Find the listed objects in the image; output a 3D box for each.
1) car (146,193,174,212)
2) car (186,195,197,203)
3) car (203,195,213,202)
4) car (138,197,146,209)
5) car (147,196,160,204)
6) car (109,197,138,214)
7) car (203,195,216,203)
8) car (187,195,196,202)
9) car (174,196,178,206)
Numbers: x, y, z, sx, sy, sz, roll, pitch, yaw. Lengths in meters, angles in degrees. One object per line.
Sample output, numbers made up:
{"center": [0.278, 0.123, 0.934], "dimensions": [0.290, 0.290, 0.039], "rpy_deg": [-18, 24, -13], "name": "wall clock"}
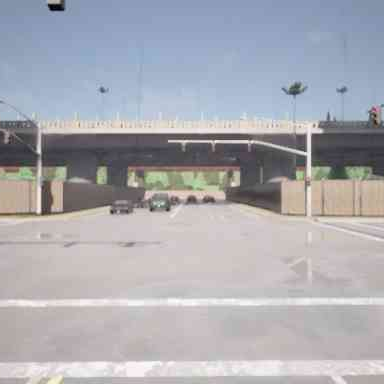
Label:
{"center": [-3.621, 1.161, 38.433], "dimensions": [2.150, 2.045, 5.566], "rpy_deg": [0, 0, -1], "name": "car"}
{"center": [-0.047, 1.405, 63.815], "dimensions": [1.837, 1.490, 4.892], "rpy_deg": [0, 0, 0], "name": "car"}
{"center": [3.445, 1.436, 74.180], "dimensions": [1.994, 1.385, 4.181], "rpy_deg": [0, 0, 0], "name": "car"}
{"center": [-7.122, 1.434, 44.189], "dimensions": [1.837, 1.490, 4.892], "rpy_deg": [0, 1, 0], "name": "car"}
{"center": [-7.089, 1.410, 61.839], "dimensions": [1.837, 1.490, 4.892], "rpy_deg": [0, 0, 0], "name": "car"}
{"center": [-7.141, 1.494, 34.250], "dimensions": [2.033, 1.411, 5.357], "rpy_deg": [0, 0, -3], "name": "car"}
{"center": [3.453, 1.426, 64.193], "dimensions": [1.812, 1.442, 4.674], "rpy_deg": [0, 0, 0], "name": "car"}
{"center": [-0.055, 1.383, 74.177], "dimensions": [1.837, 1.490, 4.892], "rpy_deg": [0, 0, 0], "name": "car"}
{"center": [-3.602, 1.426, 51.378], "dimensions": [1.837, 1.490, 4.892], "rpy_deg": [0, 0, 0], "name": "car"}
